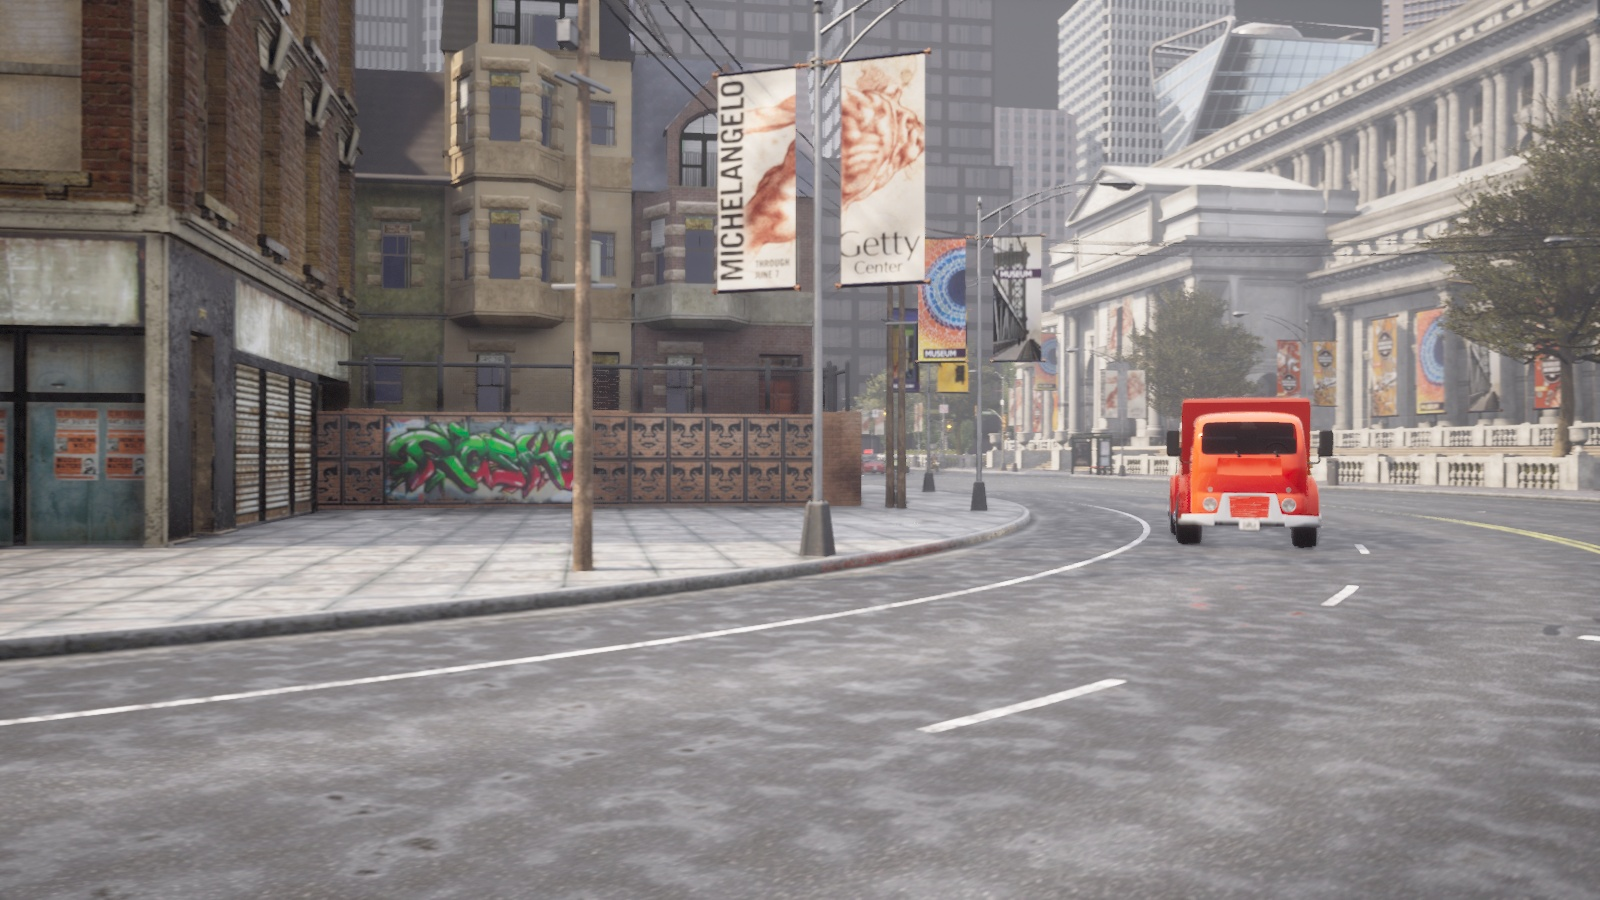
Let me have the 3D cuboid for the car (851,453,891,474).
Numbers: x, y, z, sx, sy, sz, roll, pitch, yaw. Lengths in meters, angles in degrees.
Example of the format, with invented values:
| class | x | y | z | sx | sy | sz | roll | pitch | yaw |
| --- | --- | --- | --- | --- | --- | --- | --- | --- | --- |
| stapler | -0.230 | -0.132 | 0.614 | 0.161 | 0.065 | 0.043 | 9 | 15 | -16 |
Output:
| class | x | y | z | sx | sy | sz | roll | pitch | yaw |
| --- | --- | --- | --- | --- | --- | --- | --- | --- | --- |
| car | 5.205 | 0.983 | 92.634 | 2.007 | 1.525 | 4.514 | 0 | 0 | -9 |

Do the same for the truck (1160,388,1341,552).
| class | x | y | z | sx | sy | sz | roll | pitch | yaw |
| --- | --- | --- | --- | --- | --- | --- | --- | --- | --- |
| truck | 7.731 | 0.310 | 21.884 | 2.627 | 2.467 | 5.204 | 0 | 0 | 18 |
